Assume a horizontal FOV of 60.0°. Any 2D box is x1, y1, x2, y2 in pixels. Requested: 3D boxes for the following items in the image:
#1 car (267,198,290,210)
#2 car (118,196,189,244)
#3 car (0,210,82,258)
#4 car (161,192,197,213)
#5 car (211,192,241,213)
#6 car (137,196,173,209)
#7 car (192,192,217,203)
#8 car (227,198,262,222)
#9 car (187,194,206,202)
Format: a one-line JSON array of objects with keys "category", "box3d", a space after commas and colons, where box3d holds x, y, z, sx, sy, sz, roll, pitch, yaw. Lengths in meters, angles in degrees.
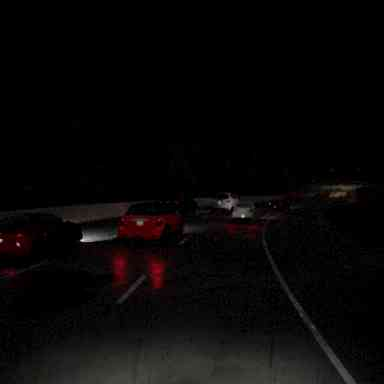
[{"category": "car", "box3d": [10.741, 1.429, 40.818, 1.895, 1.301, 4.718, 0, 0, 28]}, {"category": "car", "box3d": [-1.739, 1.266, 15.564, 2.097, 1.767, 4.553, 0, 0, 10]}, {"category": "car", "box3d": [-5.805, 1.480, 12.434, 1.994, 1.385, 4.181, 0, 0, 8]}, {"category": "car", "box3d": [-1.284, 1.059, 30.931, 2.150, 2.045, 5.566, 0, 0, 19]}, {"category": "car", "box3d": [3.620, 1.060, 33.957, 2.150, 2.045, 5.566, 0, 0, 22]}, {"category": "car", "box3d": [-4.557, 1.318, 41.844, 2.033, 1.411, 5.357, 0, 0, 25]}, {"category": "car", "box3d": [2.363, 0.974, 61.579, 2.150, 2.045, 5.566, 0, 0, 31]}, {"category": "car", "box3d": [4.126, 1.412, 24.894, 1.812, 1.442, 4.674, 0, 0, 16]}, {"category": "car", "box3d": [0.892, 1.137, 65.970, 1.994, 1.385, 4.181, 0, 0, 31]}]
